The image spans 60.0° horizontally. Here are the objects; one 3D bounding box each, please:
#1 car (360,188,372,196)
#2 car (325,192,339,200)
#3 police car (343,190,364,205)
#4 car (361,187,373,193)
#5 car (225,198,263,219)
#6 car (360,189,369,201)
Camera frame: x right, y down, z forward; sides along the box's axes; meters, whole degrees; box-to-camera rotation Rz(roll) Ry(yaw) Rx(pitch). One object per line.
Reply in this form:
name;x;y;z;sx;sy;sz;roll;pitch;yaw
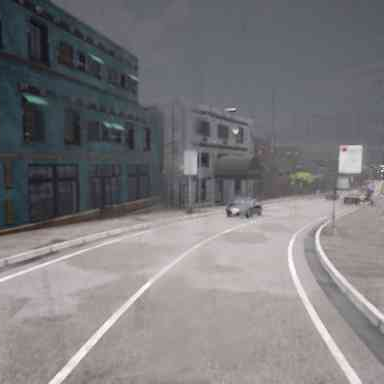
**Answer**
car;32.445;0.612;63.362;2.097;1.767;4.553;3;3;32
car;26.083;0.692;61.805;2.033;1.411;5.357;3;3;32
police car;23.992;1.045;49.940;1.930;1.638;5.238;3;3;32
car;41.030;-0.076;78.960;2.150;2.045;5.566;3;3;32
car;4.292;1.224;26.749;2.128;1.511;4.902;3;2;28
car;29.361;0.863;58.474;1.801;1.575;5.366;3;3;32
